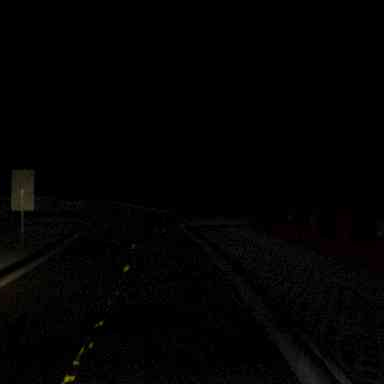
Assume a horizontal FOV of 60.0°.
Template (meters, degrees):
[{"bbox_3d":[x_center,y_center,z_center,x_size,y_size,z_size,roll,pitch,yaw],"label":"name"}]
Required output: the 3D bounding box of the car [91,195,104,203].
[{"bbox_3d":[-20.910,1.563,74.609,1.882,1.535,5.008,0,0,-20],"label":"car"}]

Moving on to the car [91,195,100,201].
[{"bbox_3d":[-24.536,1.487,84.380,1.837,1.490,4.892,0,0,-20],"label":"car"}]
